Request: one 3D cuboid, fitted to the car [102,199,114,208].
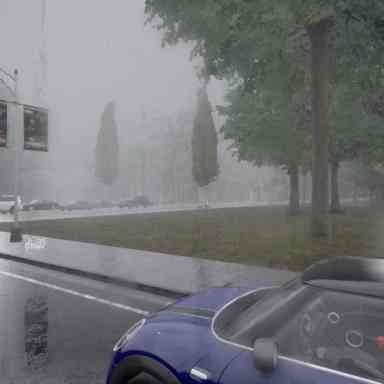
[{"bbox_3d":[-14.096,1.837,51.209,1.994,1.385,4.181,0,0,35],"label":"car"}]

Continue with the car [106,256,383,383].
[{"bbox_3d":[1.394,1.352,2.694,4.553,1.767,2.097,0,0,36],"label":"car"}]

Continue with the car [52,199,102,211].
[{"bbox_3d":[-15.121,1.778,44.079,2.033,1.411,5.357,0,0,35],"label":"car"}]

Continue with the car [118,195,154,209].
[{"bbox_3d":[-9.132,1.514,52.631,2.150,2.045,5.566,0,0,36],"label":"car"}]

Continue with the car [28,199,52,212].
[{"bbox_3d":[-19.778,1.695,43.090,1.882,1.535,5.008,0,0,35],"label":"car"}]

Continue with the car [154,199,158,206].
[{"bbox_3d":[-8.150,1.836,59.652,2.128,1.511,4.902,0,0,36],"label":"car"}]

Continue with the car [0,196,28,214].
[{"bbox_3d":[-21.085,1.399,35.563,2.150,2.045,5.566,0,0,34],"label":"car"}]
